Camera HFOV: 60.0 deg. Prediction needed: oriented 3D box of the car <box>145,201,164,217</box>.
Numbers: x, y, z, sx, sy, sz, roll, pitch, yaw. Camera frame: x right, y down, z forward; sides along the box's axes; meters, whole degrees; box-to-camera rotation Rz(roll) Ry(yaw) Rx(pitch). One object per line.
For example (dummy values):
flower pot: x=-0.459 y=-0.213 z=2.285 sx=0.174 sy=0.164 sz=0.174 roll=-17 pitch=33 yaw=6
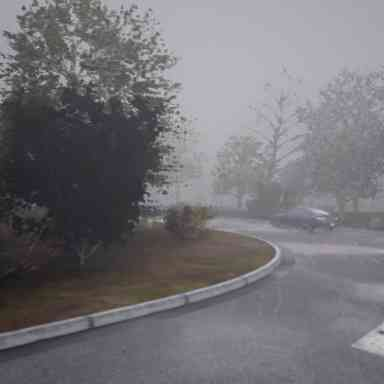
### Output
car: x=-3.897 y=1.584 z=31.605 sx=1.882 sy=1.535 sz=5.008 roll=1 pitch=-1 yaw=-24

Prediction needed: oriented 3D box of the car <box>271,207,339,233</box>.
car: x=7.050 y=1.695 z=21.184 sx=1.812 sy=1.442 sz=4.674 roll=2 pitch=-1 yaw=-26

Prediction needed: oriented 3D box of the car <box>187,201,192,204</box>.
car: x=-0.415 y=1.673 z=32.487 sx=1.837 sy=1.490 sz=4.892 roll=1 pitch=-1 yaw=-28
